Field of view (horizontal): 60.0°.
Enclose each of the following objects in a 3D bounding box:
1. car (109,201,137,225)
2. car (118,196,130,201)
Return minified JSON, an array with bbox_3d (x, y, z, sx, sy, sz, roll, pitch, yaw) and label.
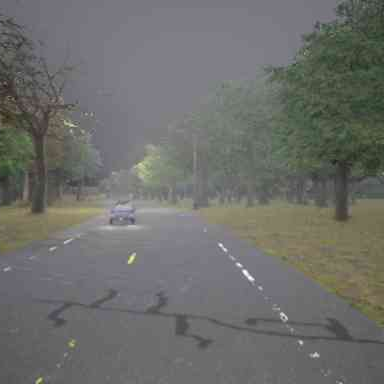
[{"bbox_3d":[-5.264,1.661,25.753,1.812,1.442,4.674,0,0,-7],"label":"car"},{"bbox_3d":[-13.819,2.045,66.257,1.895,1.301,4.718,0,0,-18],"label":"car"}]
